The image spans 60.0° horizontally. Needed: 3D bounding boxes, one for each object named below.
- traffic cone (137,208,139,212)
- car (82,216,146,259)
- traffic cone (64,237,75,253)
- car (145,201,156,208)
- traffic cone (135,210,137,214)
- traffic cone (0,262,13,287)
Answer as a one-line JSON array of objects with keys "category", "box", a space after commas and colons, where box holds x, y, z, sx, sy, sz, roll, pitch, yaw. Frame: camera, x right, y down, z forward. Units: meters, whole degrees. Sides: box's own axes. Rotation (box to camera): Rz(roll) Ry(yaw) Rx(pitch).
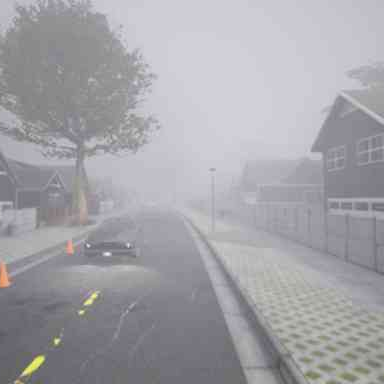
[{"category": "traffic cone", "box": [-7.301, 2.549, 43.184, 0.340, 0.580, 0.340, 0, -1, -6]}, {"category": "car", "box": [-2.931, 1.721, 13.714, 2.033, 1.411, 5.357, 0, -1, -3]}, {"category": "traffic cone", "box": [-4.932, 2.127, 13.432, 0.340, 0.580, 0.340, 0, -1, -3]}, {"category": "car", "box": [-8.175, 2.407, 65.043, 1.812, 1.442, 4.674, 0, -1, -13]}, {"category": "traffic cone", "box": [-6.782, 2.478, 38.236, 0.340, 0.580, 0.340, 0, -1, -6]}, {"category": "traffic cone", "box": [-4.792, 2.064, 8.446, 0.340, 0.580, 0.340, 0, -1, -5]}]
